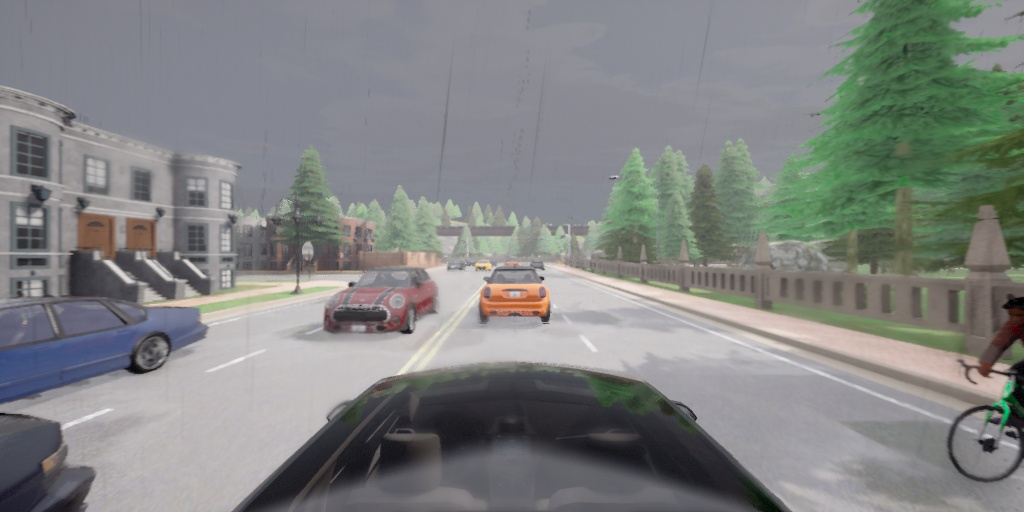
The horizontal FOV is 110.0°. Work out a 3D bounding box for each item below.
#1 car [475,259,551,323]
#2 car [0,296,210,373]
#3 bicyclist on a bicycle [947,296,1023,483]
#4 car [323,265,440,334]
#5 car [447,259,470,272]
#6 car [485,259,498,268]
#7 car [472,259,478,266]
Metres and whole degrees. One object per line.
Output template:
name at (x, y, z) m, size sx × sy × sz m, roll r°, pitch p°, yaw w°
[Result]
car at (0.081, 1.102, 12.252) m, size 2.097 × 1.767 × 4.553 m, roll 0°, pitch 0°, yaw 0°
car at (-7.090, 1.303, 4.870) m, size 2.033 × 1.411 × 5.357 m, roll 0°, pitch 0°, yaw 0°
bicyclist on a bicycle at (4.622, 1.180, 3.131) m, size 1.656 × 1.620 × 0.582 m, roll 0°, pitch 0°, yaw 0°
car at (-3.576, 1.104, 10.647) m, size 2.097 × 1.767 × 4.553 m, roll 0°, pitch 0°, yaw 0°
car at (-7.220, 1.247, 46.701) m, size 2.128 × 1.511 × 4.902 m, roll 0°, pitch 0°, yaw 1°
car at (-3.631, 1.354, 65.253) m, size 2.033 × 1.411 × 5.357 m, roll 0°, pitch 0°, yaw 0°
car at (-3.667, 1.229, 46.086) m, size 1.882 × 1.535 × 5.008 m, roll 0°, pitch 0°, yaw 0°
